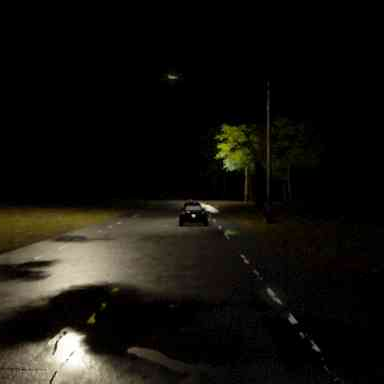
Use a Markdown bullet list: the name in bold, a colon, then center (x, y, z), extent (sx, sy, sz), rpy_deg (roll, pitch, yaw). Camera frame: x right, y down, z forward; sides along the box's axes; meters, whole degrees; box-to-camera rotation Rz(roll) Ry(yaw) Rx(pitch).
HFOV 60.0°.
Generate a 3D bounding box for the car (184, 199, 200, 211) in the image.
- **car**: center (-0.068, 1.596, 41.493), extent (1.895, 1.301, 4.718), rpy_deg (0, 0, -1)

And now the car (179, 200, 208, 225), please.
- **car**: center (0.097, 1.550, 24.119), extent (1.994, 1.385, 4.181), rpy_deg (0, 0, 0)
